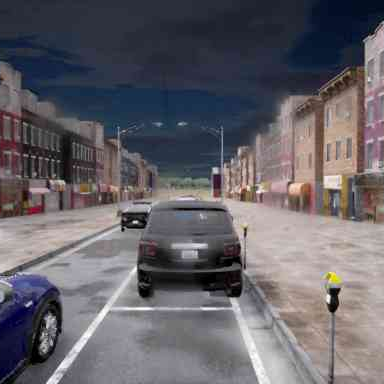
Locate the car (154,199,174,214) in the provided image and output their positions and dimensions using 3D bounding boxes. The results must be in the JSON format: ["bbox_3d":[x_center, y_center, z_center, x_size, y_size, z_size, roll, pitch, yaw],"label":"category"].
[{"bbox_3d":[-2.922,1.513,35.612,1.812,1.442,4.674,0,0,0],"label":"car"}]

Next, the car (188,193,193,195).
[{"bbox_3d":[-0.402,1.302,36.607,2.192,1.841,5.009,-1,0,0],"label":"car"}]

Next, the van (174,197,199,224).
[{"bbox_3d":[-0.402,1.332,25.542,1.690,1.788,3.998,-1,0,0],"label":"van"}]

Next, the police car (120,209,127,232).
[{"bbox_3d":[-3.020,1.417,20.363,1.930,1.638,5.238,0,0,0],"label":"police car"}]

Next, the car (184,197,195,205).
[{"bbox_3d":[-0.395,1.563,58.737,1.802,1.307,4.206,-1,0,0],"label":"car"}]

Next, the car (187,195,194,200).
[{"bbox_3d":[-0.394,1.543,91.932,1.947,1.339,4.313,-1,0,0],"label":"car"}]

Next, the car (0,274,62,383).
[{"bbox_3d":[-2.925,1.351,2.986,2.097,1.767,4.553,0,0,0],"label":"car"}]

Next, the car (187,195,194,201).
[{"bbox_3d":[-0.394,1.543,86.399,1.947,1.339,4.313,-1,0,0],"label":"car"}]

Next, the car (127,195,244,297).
[{"bbox_3d":[-0.039,1.225,8.682,2.150,2.045,5.566,0,0,0],"label":"car"}]
